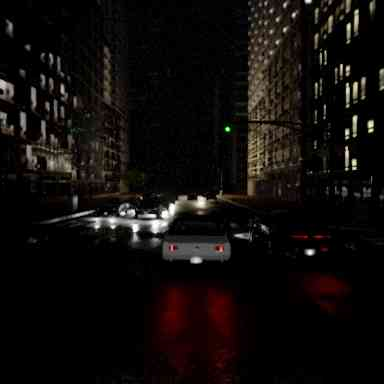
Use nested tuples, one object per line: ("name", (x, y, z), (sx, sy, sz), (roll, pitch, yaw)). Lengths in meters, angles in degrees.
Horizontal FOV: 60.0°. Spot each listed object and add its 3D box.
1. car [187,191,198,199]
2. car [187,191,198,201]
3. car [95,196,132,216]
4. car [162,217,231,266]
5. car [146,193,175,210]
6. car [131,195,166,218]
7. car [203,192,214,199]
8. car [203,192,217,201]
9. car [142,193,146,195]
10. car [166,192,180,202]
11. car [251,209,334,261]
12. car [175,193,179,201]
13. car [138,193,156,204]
("car", (0.077, 0.593, 67.909), (2.128, 1.511, 4.902), (0, 1, 0))
("car", (0.066, 0.844, 57.941), (1.895, 1.301, 4.718), (0, 1, 0))
("car", (-6.570, 1.186, 27.991), (2.033, 1.411, 5.357), (0, 1, 0))
("car", (0.123, 1.473, 11.112), (1.895, 1.301, 4.718), (1, 2, 0))
("car", (-3.307, 1.033, 35.492), (2.128, 1.511, 4.902), (0, 1, 0))
("car", (-3.318, 1.188, 26.245), (1.812, 1.442, 4.674), (0, 1, 0))
("car", (3.327, 0.715, 67.937), (1.895, 1.301, 4.718), (0, 1, 0))
("car", (3.316, 0.797, 57.488), (2.033, 1.411, 5.357), (0, 1, 0))
("car", (-6.553, 1.107, 38.129), (1.895, 1.301, 4.718), (0, 1, 0))
("car", (-3.187, 0.816, 56.061), (2.033, 1.411, 5.357), (0, 1, 0))
("car", (3.369, 1.385, 11.876), (1.837, 1.490, 4.892), (1, 2, 0))
("car", (-3.267, 1.009, 45.573), (1.895, 1.301, 4.718), (0, 1, 0))
("car", (-6.496, 0.873, 48.544), (1.837, 1.490, 4.892), (0, 1, 1))
